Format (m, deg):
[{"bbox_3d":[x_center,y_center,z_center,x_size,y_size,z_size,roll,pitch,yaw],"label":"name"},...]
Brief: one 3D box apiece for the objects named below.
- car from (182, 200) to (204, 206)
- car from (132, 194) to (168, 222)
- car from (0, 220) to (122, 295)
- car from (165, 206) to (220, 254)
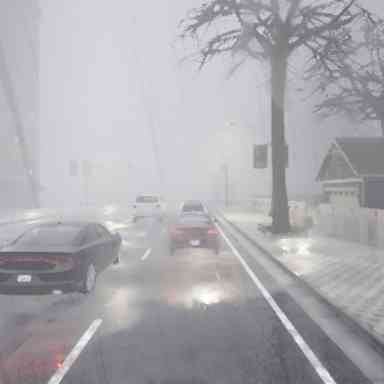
[{"bbox_3d":[0.090,1.417,29.935,1.882,1.535,5.008,0,0,0],"label":"car"},{"bbox_3d":[-3.158,1.173,25.584,2.150,2.045,5.566,0,0,0],"label":"car"},{"bbox_3d":[-3.153,1.466,8.726,1.882,1.535,5.008,0,0,0],"label":"car"},{"bbox_3d":[0.096,1.506,13.290,1.812,1.442,4.674,0,0,0],"label":"car"}]
